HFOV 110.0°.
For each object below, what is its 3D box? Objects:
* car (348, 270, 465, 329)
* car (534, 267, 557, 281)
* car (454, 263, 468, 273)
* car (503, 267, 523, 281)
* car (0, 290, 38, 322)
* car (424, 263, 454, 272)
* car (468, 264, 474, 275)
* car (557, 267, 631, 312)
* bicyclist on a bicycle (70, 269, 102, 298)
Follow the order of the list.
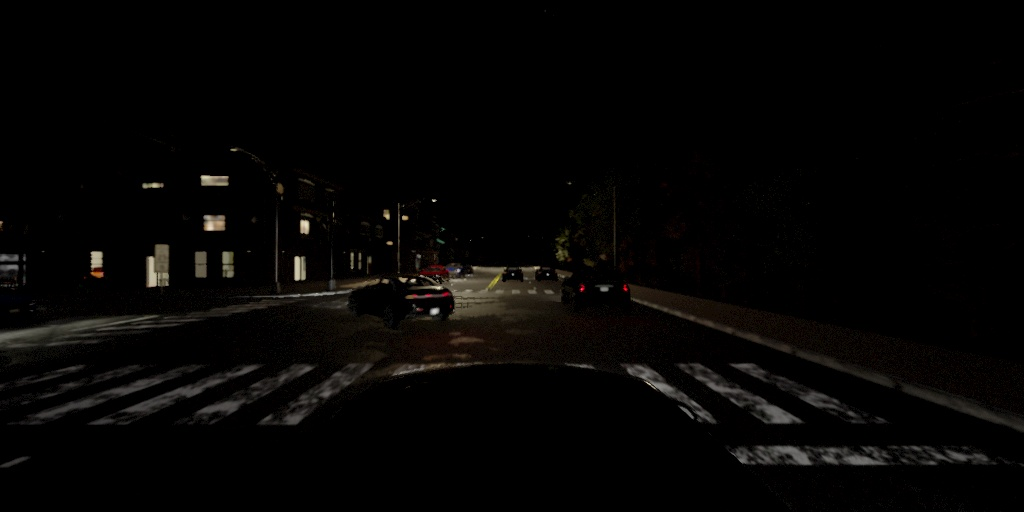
[{"bbox_3d":[-3.820,1.366,11.916,2.128,1.511,4.902,1,-1,-42],"label":"car"},{"bbox_3d":[3.336,1.722,35.447,1.994,1.385,4.181,0,-1,0],"label":"car"},{"bbox_3d":[-6.601,1.578,40.602,2.097,1.767,4.553,0,-1,0],"label":"car"},{"bbox_3d":[0.087,1.723,35.420,1.994,1.385,4.181,0,-1,0],"label":"car"},{"bbox_3d":[-19.718,1.665,12.398,5.008,1.535,1.882,-1,0,0],"label":"car"},{"bbox_3d":[-6.597,1.584,30.804,1.882,1.535,5.008,0,-1,0],"label":"car"},{"bbox_3d":[-6.548,1.903,51.227,2.033,1.411,5.357,0,-1,0],"label":"car"},{"bbox_3d":[3.366,1.263,15.164,2.097,1.767,4.553,0,-1,0],"label":"car"},{"bbox_3d":[-24.947,1.589,21.024,0.582,1.620,1.656,-1,0,-1],"label":"bicyclist on a bicycle"}]
